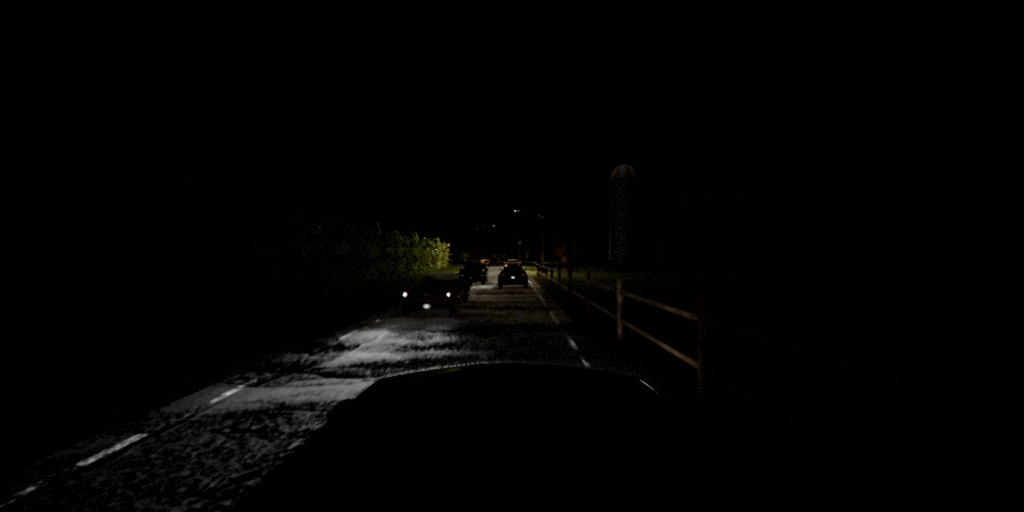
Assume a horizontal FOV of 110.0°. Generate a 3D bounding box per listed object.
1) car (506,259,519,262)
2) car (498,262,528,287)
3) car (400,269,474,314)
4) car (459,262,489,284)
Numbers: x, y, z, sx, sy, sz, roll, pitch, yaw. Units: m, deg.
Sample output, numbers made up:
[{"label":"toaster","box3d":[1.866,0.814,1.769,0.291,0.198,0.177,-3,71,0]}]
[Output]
[{"label":"car","box3d":[0.040,1.127,44.263,2.097,1.767,4.553,0,0,0]},{"label":"car","box3d":[0.069,1.322,24.494,1.994,1.385,4.181,0,0,0]},{"label":"car","box3d":[-2.800,1.353,13.989,1.895,1.301,4.718,0,0,1]},{"label":"car","box3d":[-2.801,1.263,26.984,1.837,1.490,4.892,0,1,0]}]
